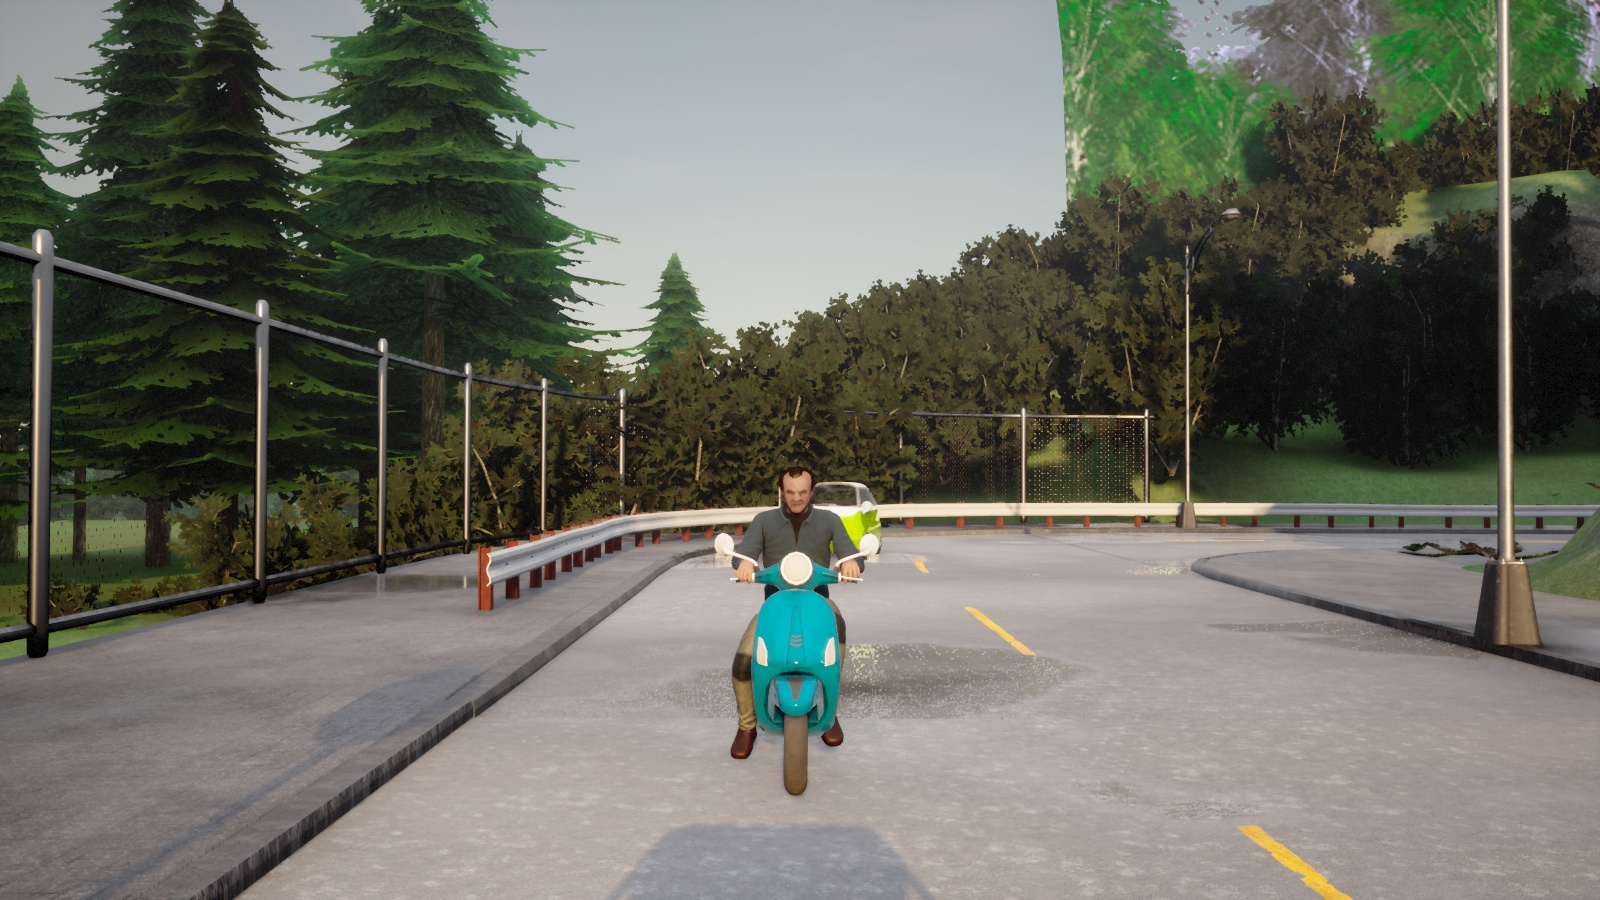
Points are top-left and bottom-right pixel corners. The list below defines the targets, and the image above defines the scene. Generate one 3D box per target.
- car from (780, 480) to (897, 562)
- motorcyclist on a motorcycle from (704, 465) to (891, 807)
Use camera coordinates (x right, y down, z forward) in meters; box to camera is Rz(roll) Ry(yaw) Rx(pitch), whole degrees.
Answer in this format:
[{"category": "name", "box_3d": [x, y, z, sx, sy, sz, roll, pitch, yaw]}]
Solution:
[{"category": "car", "box_3d": [0.730, 1.248, 22.638, 1.481, 1.376, 2.207, -1, -2, 20]}, {"category": "motorcyclist on a motorcycle", "box_3d": [-0.012, 0.881, 6.766, 0.866, 1.590, 1.817, 0, -1, 0]}]
